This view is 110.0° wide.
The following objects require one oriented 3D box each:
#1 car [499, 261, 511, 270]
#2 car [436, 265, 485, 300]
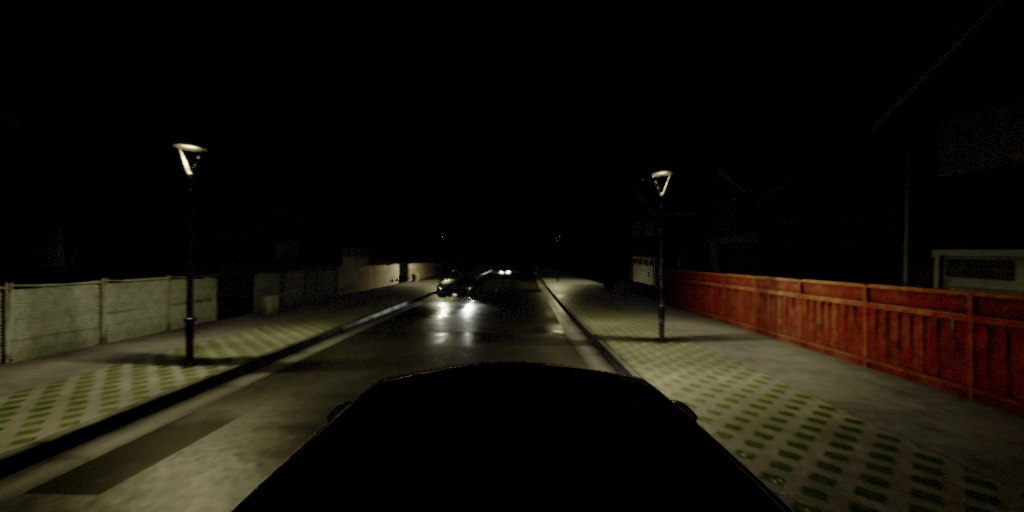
[{"bbox_3d":[-1.156,1.626,60.520,2.128,1.511,4.902,0,0,2],"label":"car"},{"bbox_3d":[-2.544,1.409,19.018,2.033,1.411,5.357,0,0,2],"label":"car"}]
